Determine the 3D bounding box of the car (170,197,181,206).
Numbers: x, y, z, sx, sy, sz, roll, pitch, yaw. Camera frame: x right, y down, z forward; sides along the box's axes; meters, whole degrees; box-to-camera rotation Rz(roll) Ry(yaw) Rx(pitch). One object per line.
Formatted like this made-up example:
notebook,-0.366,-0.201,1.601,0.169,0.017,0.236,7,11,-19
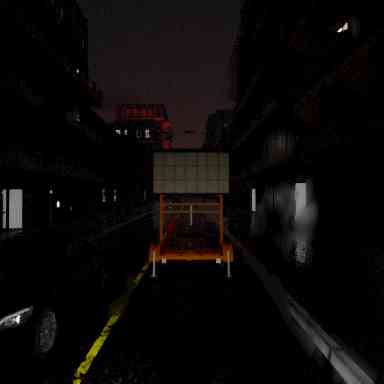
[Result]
car,-2.876,1.702,58.657,1.882,1.535,5.008,0,0,0

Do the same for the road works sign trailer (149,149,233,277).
road works sign trailer,-0.022,0.477,10.257,2.380,3.560,2.880,0,0,0

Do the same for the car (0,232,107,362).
car,-2.866,1.531,6.096,1.812,1.442,4.674,0,0,0
